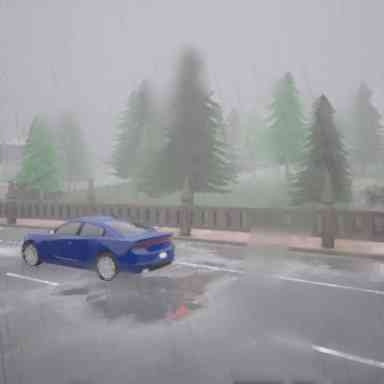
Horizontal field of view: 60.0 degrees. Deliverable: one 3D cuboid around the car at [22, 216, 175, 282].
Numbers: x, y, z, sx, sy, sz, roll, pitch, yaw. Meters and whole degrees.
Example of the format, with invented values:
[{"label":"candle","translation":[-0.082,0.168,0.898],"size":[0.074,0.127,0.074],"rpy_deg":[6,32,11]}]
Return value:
[{"label":"car","translation":[-2.847,1.439,9.674],"size":[5.008,1.535,1.882],"rpy_deg":[0,0,31]}]
